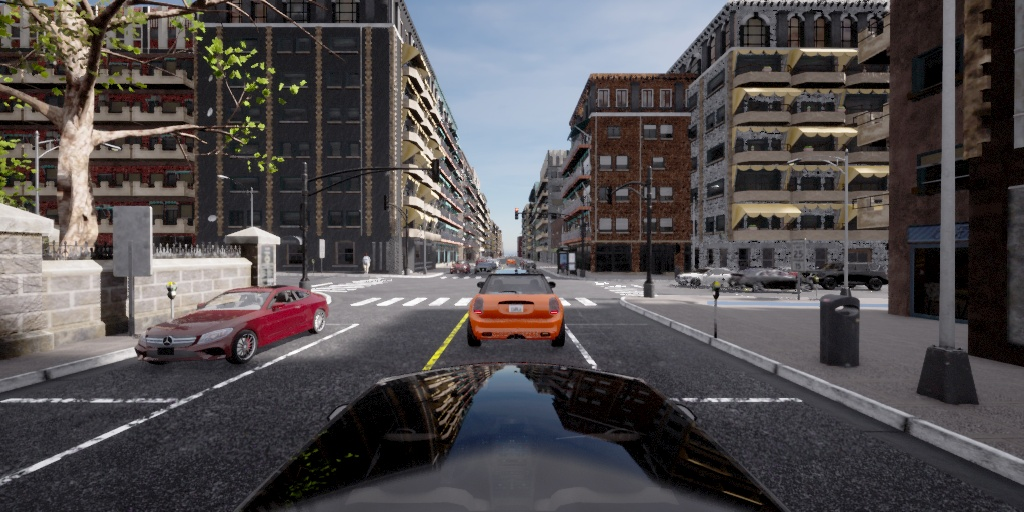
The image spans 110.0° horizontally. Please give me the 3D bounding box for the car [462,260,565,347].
[{"bbox_3d":[0.113,1.101,9.507,2.097,1.767,4.553,0,0,1],"label":"car"}]

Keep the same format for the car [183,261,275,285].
[{"bbox_3d":[-17.685,1.035,22.586,4.181,1.385,1.994,1,0,-1],"label":"car"}]

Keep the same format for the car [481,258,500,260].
[{"bbox_3d":[-3.171,1.312,49.978,1.994,1.385,4.181,0,0,0],"label":"car"}]

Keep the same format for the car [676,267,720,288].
[{"bbox_3d":[14.474,1.549,26.234,4.674,1.442,1.812,1,0,-2],"label":"car"}]

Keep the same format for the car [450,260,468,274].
[{"bbox_3d":[-5.756,1.187,40.406,1.967,1.591,4.097,0,0,0],"label":"car"}]

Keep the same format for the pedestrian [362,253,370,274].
[{"bbox_3d":[-12.764,0.651,31.386,0.375,1.860,0.375,0,-1,-1],"label":"pedestrian"}]

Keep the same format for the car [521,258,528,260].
[{"bbox_3d":[2.605,1.298,51.692,2.007,1.370,4.403,0,0,0],"label":"car"}]

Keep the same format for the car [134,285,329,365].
[{"bbox_3d":[-5.700,1.331,7.995,1.802,1.307,4.207,0,0,0],"label":"car"}]

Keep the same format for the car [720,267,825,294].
[{"bbox_3d":[16.622,1.571,23.060,4.902,1.511,2.128,1,0,-1],"label":"car"}]

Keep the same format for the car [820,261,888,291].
[{"bbox_3d":[24.216,1.417,26.364,5.566,2.045,2.150,1,0,-1],"label":"car"}]

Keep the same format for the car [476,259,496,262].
[{"bbox_3d":[-3.160,1.312,41.004,1.994,1.385,4.181,0,0,0],"label":"car"}]
